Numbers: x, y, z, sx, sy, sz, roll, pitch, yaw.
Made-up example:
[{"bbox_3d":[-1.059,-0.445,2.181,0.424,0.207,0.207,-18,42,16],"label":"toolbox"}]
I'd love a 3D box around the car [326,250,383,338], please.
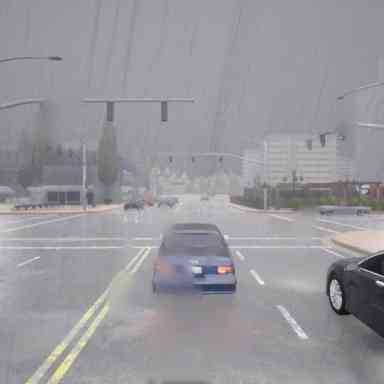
[{"bbox_3d":[3.546,1.505,4.662,1.837,1.490,4.892,0,0,0],"label":"car"}]

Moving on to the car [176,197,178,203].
[{"bbox_3d":[-3.781,1.491,56.853,2.128,1.511,4.902,0,0,0],"label":"car"}]

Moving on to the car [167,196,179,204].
[{"bbox_3d":[-3.760,1.564,66.720,1.994,1.385,4.181,0,0,0],"label":"car"}]

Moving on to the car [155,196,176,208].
[{"bbox_3d":[-3.763,1.601,47.583,1.895,1.301,4.718,0,0,0],"label":"car"}]

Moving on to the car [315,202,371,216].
[{"bbox_3d":[14.337,1.601,31.831,4.718,1.301,1.895,0,0,1],"label":"car"}]

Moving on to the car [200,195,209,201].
[{"bbox_3d":[3.207,1.553,84.585,1.994,1.385,4.181,0,0,0],"label":"car"}]

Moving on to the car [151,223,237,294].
[{"bbox_3d":[0.052,1.547,8.906,2.033,1.411,5.357,0,0,0],"label":"car"}]

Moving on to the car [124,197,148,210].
[{"bbox_3d":[-7.294,1.601,42.276,1.895,1.301,4.718,0,0,1],"label":"car"}]

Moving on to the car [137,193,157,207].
[{"bbox_3d":[-7.269,1.221,51.919,2.150,2.045,5.566,0,0,0],"label":"car"}]
